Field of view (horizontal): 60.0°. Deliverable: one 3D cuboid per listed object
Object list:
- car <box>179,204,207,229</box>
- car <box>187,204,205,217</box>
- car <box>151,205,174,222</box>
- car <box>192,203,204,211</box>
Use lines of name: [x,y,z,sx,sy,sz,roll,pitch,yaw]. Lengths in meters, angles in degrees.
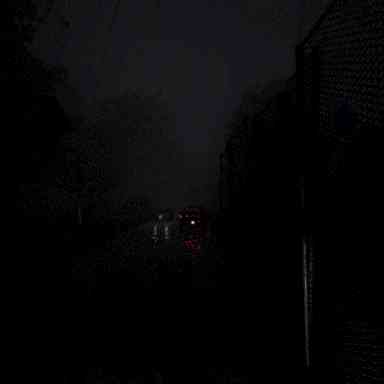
car: [0.072,1.885,25.041,1.837,1.490,4.892,0,-1,0]
car: [0.546,2.287,42.096,2.128,1.511,4.902,0,-2,3]
car: [-2.765,2.036,32.217,2.128,1.511,4.902,0,-1,1]
car: [1.278,3.336,73.771,1.882,1.535,5.008,0,-2,10]
